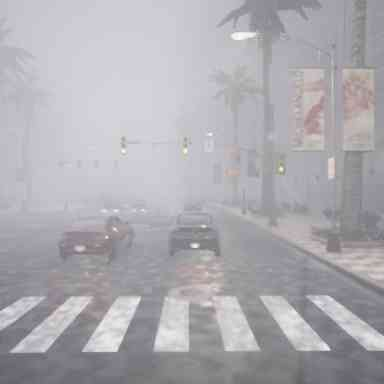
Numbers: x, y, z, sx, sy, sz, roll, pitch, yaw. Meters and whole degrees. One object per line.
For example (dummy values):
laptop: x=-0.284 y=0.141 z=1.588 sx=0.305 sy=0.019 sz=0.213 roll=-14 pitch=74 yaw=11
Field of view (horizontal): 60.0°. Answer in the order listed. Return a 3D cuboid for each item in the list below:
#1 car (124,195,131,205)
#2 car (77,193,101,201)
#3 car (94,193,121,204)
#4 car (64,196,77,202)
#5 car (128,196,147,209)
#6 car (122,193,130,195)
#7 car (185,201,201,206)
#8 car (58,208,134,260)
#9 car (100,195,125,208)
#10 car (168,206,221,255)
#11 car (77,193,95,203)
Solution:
car: x=-12.245 y=1.687 z=62.852 sx=1.895 sy=1.301 sz=4.718 roll=0 pitch=0 yaw=-30
car: x=-25.801 y=1.184 z=83.115 sx=5.566 sy=2.045 sz=2.150 roll=0 pitch=0 yaw=22
car: x=-15.731 y=1.307 z=61.910 sx=2.150 sy=2.045 sz=5.566 roll=0 pitch=0 yaw=-34
car: x=-28.454 y=1.648 z=80.456 sx=4.718 sy=1.301 sz=1.895 roll=0 pitch=0 yaw=22
car: x=-7.378 y=1.612 z=47.313 sx=2.033 sy=1.411 sz=5.357 roll=0 pitch=0 yaw=-4
car: x=-16.543 y=1.332 z=77.616 sx=5.566 sy=2.045 sz=2.150 roll=0 pitch=0 yaw=35
car: x=0.103 y=1.652 z=37.083 sx=1.895 sy=1.301 sz=4.718 roll=0 pitch=0 yaw=0
car: x=-3.400 y=1.543 z=12.400 sx=1.812 sy=1.442 sz=4.674 roll=0 pitch=0 yaw=0
car: x=-10.838 y=1.566 z=45.717 sx=1.837 sy=1.490 sz=4.892 roll=0 pitch=0 yaw=-3
car: x=0.101 y=1.523 z=13.406 sx=1.837 sy=1.490 sz=4.892 roll=0 pitch=0 yaw=0
car: x=-22.634 y=1.617 z=73.357 sx=4.674 sy=1.442 sz=1.812 roll=0 pitch=0 yaw=35
